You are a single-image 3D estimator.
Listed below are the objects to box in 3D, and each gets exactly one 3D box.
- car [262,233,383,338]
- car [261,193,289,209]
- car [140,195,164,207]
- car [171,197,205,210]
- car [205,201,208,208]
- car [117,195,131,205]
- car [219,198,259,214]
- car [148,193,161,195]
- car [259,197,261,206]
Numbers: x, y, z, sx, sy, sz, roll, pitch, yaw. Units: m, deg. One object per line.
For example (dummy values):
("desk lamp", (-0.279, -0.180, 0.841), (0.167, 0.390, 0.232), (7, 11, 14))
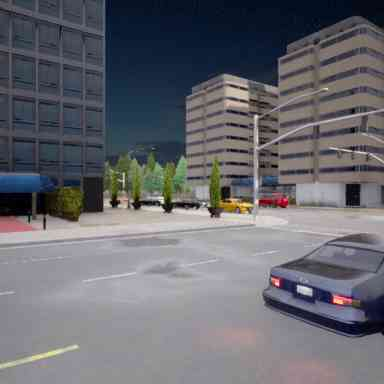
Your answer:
("car", (3.768, 1.547, 6.510), (5.357, 1.411, 2.033), (0, 0, -35))
("car", (10.678, 1.221, 45.825), (2.150, 2.045, 5.566), (0, 0, -35))
("car", (-6.570, 1.601, 51.822), (1.895, 1.301, 4.718), (0, 0, -35))
("car", (-0.852, 1.601, 43.655), (1.895, 1.301, 4.718), (0, 0, -35))
("car", (0.295, 1.491, 48.119), (2.128, 1.511, 4.902), (0, 0, -35))
("car", (-12.803, 1.355, 60.801), (2.097, 1.767, 4.553), (0, 0, -34))
("car", (4.509, 1.478, 36.001), (1.882, 1.535, 5.008), (0, 0, -35))
("car", (-5.772, 1.222, 56.801), (2.150, 2.045, 5.566), (0, 0, -34))
("car", (5.608, 1.505, 40.535), (1.837, 1.490, 4.892), (0, 0, -35))
